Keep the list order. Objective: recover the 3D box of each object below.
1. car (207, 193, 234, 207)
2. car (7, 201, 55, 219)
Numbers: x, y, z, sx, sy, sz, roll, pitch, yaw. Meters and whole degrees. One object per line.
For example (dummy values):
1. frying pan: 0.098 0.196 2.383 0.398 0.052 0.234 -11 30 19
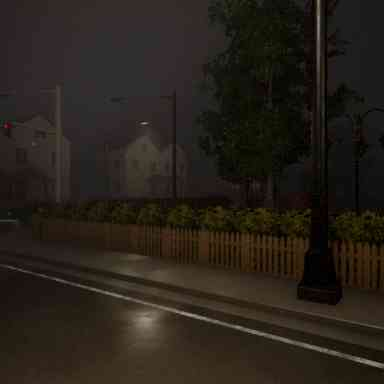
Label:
1. car: 4.160 1.217 48.779 2.150 2.045 5.566 0 -1 35
2. car: -13.761 1.526 29.413 1.812 1.442 4.674 0 0 35
